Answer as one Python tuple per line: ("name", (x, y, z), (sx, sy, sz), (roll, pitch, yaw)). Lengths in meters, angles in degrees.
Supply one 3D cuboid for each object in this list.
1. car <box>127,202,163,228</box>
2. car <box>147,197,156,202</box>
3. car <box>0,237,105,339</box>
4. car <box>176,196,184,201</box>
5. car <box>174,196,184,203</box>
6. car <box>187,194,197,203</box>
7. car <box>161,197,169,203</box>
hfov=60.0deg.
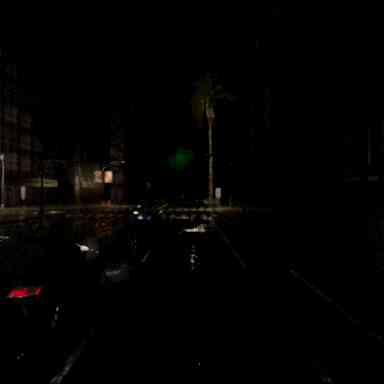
("car", (-3.161, 1.632, 22.903), (2.033, 1.411, 5.357), (0, 0, 0))
("car", (-9.792, 1.960, 80.964), (1.895, 1.301, 4.718), (0, 0, 0))
("car", (-3.152, 1.587, 6.704), (1.994, 1.385, 4.181), (0, 0, 0))
("car", (-3.298, 1.818, 93.690), (2.033, 1.411, 5.357), (0, 0, 0))
("car", (-3.292, 1.896, 82.018), (1.994, 1.385, 4.181), (0, 0, 0))
("car", (-0.042, 1.549, 81.635), (2.150, 2.045, 5.566), (0, 0, 0))
("car", (-6.542, 1.905, 80.996), (2.033, 1.411, 5.357), (0, 0, 0))
